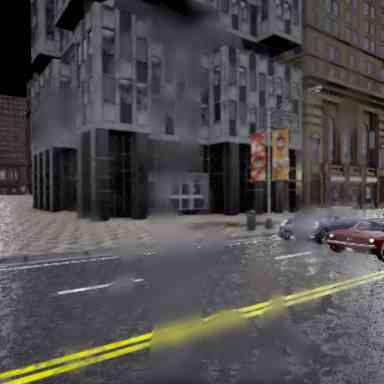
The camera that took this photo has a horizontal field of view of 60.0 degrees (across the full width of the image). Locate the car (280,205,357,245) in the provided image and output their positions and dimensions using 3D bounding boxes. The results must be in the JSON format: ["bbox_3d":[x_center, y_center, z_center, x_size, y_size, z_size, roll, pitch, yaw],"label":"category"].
[{"bbox_3d":[6.375,1.472,16.211,4.553,1.767,2.097,1,0,-35],"label":"car"}]

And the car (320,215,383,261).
[{"bbox_3d":[7.282,1.710,12.869,4.718,1.301,1.895,1,0,-35],"label":"car"}]
